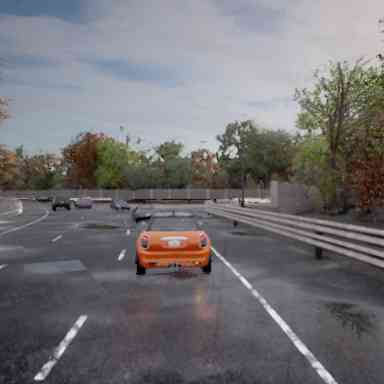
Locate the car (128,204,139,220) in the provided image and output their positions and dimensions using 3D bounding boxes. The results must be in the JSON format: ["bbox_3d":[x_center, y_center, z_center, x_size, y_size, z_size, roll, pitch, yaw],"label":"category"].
[{"bbox_3d":[-3.857,1.701,27.195,1.994,1.385,4.181,0,0,-14],"label":"car"}]

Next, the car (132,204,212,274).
[{"bbox_3d":[-0.656,1.405,10.970,2.097,1.767,4.553,0,0,-5],"label":"car"}]

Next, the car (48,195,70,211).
[{"bbox_3d":[-18.309,1.469,46.290,2.150,2.045,5.566,0,0,-27],"label":"car"}]

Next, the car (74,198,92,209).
[{"bbox_3d":[-16.727,1.830,50.650,1.994,1.385,4.181,0,0,-28],"label":"car"}]

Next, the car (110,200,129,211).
[{"bbox_3d":[-9.626,1.774,44.233,2.033,1.411,5.357,0,0,-24],"label":"car"}]

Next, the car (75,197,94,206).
[{"bbox_3d":[-20.674,1.826,63.760,2.128,1.511,4.902,0,0,-35],"label":"car"}]

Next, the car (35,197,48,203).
[{"bbox_3d":[-37.114,1.925,82.635,5.008,1.535,1.882,0,0,41],"label":"car"}]
